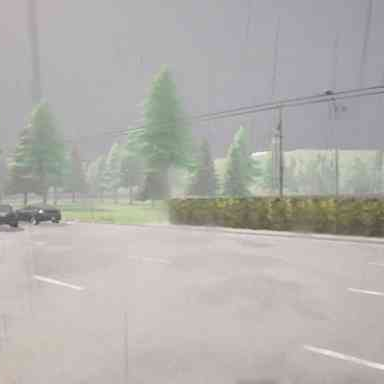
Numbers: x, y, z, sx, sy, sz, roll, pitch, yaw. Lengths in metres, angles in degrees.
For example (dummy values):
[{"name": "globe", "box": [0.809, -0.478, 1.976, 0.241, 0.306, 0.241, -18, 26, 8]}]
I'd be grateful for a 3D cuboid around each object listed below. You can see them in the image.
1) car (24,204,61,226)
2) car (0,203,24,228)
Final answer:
[{"name": "car", "box": [-11.982, 1.687, 25.442, 4.892, 1.490, 1.837, -1, 0, 36]}, {"name": "car", "box": [-13.722, 1.532, 22.381, 4.553, 1.767, 2.097, -1, 0, 36]}]
